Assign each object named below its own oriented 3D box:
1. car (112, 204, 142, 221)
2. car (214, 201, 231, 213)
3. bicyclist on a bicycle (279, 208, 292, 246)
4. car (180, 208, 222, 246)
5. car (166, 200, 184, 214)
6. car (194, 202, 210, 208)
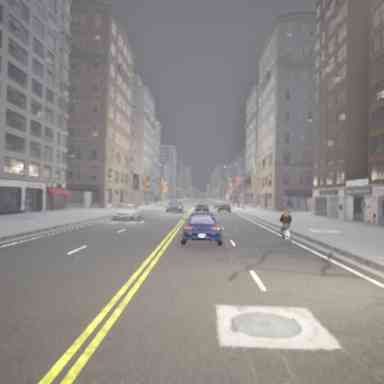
[{"bbox_3d":[-5.809,1.784,30.041,1.812,1.442,4.674,1,-1,2],"label":"car"},{"bbox_3d":[4.696,2.244,48.964,1.837,1.490,4.892,1,-1,2],"label":"car"},{"bbox_3d":[4.534,1.682,16.271,0.659,1.776,1.843,1,-1,2],"label":"bicyclist on a bicycle"},{"bbox_3d":[0.501,1.753,16.718,1.812,1.442,4.674,1,-1,2],"label":"car"},{"bbox_3d":[-2.166,1.858,42.947,2.097,1.767,4.553,1,-1,2],"label":"car"},{"bbox_3d":[1.295,2.099,43.714,1.837,1.490,4.892,1,-1,2],"label":"car"}]
